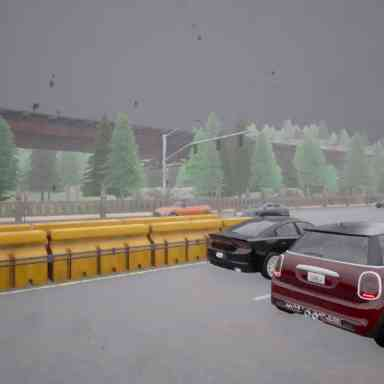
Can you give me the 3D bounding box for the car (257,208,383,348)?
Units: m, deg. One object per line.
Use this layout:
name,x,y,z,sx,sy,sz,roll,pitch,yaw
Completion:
car,3.660,1.352,6.395,4.553,1.767,2.097,0,0,-35

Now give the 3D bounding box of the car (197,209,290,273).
car,2.738,1.478,10.027,5.008,1.535,1.882,0,0,-35

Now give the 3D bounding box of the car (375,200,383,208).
car,26.593,1.547,44.441,5.357,1.411,2.033,0,0,-35

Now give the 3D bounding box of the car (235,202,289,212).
car,5.270,1.492,24.943,4.902,1.511,2.128,0,0,-35

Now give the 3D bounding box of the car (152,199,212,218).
car,-0.714,1.351,24.975,4.553,1.767,2.097,0,0,-35
